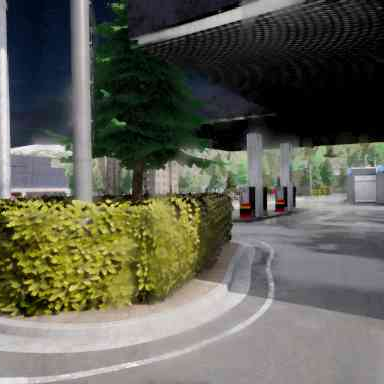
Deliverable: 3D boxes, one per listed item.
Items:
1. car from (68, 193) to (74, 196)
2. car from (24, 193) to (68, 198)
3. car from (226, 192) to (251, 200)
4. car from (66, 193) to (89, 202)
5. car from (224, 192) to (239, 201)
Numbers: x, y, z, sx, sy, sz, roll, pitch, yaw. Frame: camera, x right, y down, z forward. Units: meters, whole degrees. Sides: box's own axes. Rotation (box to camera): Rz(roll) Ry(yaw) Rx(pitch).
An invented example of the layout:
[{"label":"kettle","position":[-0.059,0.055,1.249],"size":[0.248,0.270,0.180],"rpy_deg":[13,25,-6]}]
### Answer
[{"label":"car","position":[-24.237,1.123,63.879],"size":[3.866,1.878,1.905],"rpy_deg":[-1,1,35]},{"label":"car","position":[-14.770,1.183,33.590],"size":[3.866,1.878,1.905],"rpy_deg":[-1,1,35]},{"label":"car","position":[9.212,0.811,66.501],"size":[4.514,1.523,2.007],"rpy_deg":[-1,1,35]},{"label":"car","position":[-22.891,1.103,66.488],"size":[4.605,1.855,1.932],"rpy_deg":[-1,1,35]},{"label":"car","position":[7.440,0.850,63.912],"size":[5.027,1.636,2.152],"rpy_deg":[-1,1,35]}]
